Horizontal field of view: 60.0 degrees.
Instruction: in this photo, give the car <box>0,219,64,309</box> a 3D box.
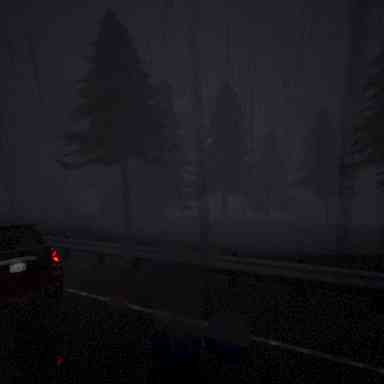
[{"bbox_3d":[-4.822,1.337,7.036,4.553,1.767,2.097,0,0,34],"label":"car"}]
